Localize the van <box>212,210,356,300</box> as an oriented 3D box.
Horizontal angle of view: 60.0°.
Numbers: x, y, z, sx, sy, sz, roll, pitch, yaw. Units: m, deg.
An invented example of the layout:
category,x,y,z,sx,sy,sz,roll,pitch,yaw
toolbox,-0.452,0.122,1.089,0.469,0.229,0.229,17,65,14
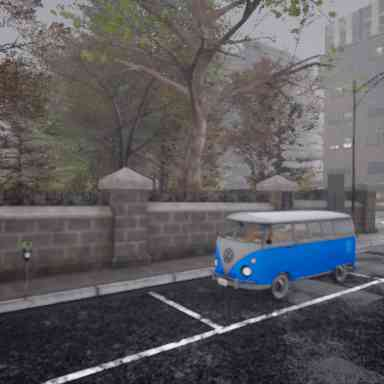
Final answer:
category,x,y,z,sx,sy,sz,roll,pitch,yaw
van,2.367,1.374,8.187,3.998,1.788,1.690,0,1,-35
